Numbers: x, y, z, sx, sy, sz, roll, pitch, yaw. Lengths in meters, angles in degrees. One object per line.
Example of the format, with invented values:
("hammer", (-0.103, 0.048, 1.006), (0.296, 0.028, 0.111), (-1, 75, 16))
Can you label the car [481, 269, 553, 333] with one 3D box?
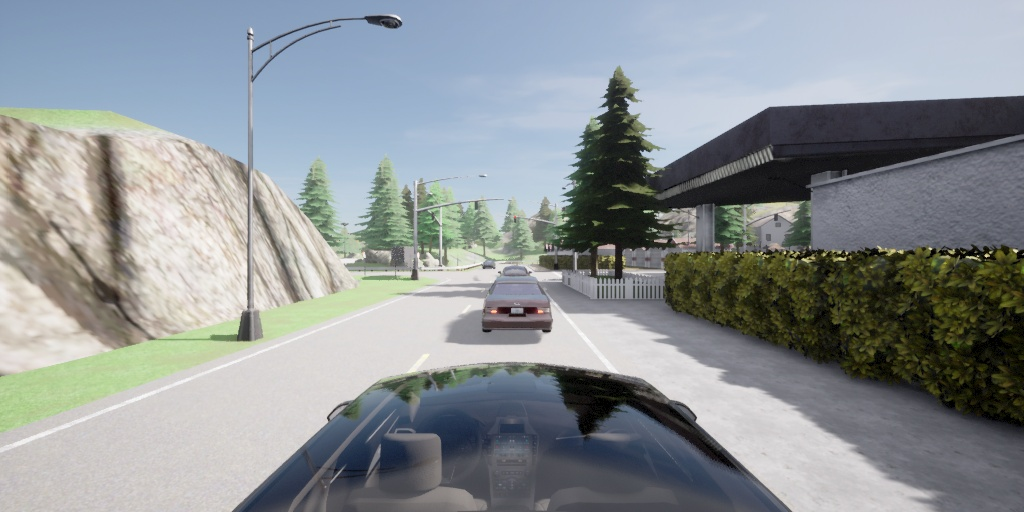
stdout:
("car", (0.132, 1.297, 10.746), (2.033, 1.411, 5.357), (0, 0, 0))

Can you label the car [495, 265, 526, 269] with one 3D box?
("car", (0.174, 1.276, 20.332), (1.812, 1.442, 4.674), (0, 0, 0))

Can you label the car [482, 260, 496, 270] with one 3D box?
("car", (-3.389, 1.297, 53.117), (2.033, 1.411, 5.357), (0, 0, 0))
